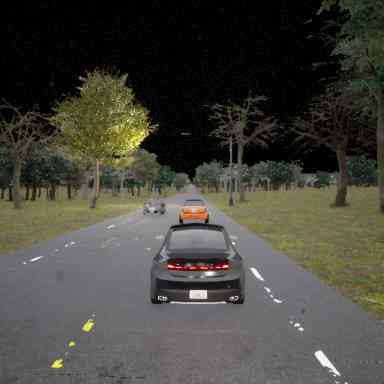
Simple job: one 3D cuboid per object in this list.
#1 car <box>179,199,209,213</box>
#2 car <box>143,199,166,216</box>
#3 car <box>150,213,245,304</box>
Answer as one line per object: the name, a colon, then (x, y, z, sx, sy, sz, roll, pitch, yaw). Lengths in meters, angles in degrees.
car: (0.149, 1.321, 25.050, 2.097, 1.767, 4.553, 0, 0, 0)
car: (-3.536, 1.440, 32.021, 2.128, 1.511, 4.902, 0, 0, 0)
car: (0.116, 1.502, 8.112, 1.837, 1.490, 4.892, 0, 0, 0)
